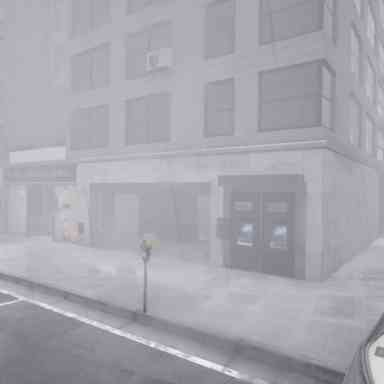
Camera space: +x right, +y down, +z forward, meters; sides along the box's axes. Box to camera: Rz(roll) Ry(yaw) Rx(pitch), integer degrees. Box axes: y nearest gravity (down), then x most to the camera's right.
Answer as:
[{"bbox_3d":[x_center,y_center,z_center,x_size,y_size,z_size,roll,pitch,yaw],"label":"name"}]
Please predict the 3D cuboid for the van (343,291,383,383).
[{"bbox_3d":[2.602,1.342,1.087,3.998,1.788,1.690,0,1,36],"label":"van"}]
